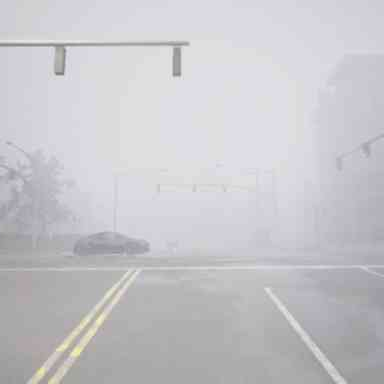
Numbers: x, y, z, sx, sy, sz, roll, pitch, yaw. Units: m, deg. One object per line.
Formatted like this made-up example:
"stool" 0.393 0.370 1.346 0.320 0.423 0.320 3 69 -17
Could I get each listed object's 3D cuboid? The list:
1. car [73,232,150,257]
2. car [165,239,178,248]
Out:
"car" -4.521 2.966 18.966 4.181 1.385 1.994 -1 -9 -1
"car" -3.313 8.518 55.107 1.882 1.535 5.008 0 -9 1
